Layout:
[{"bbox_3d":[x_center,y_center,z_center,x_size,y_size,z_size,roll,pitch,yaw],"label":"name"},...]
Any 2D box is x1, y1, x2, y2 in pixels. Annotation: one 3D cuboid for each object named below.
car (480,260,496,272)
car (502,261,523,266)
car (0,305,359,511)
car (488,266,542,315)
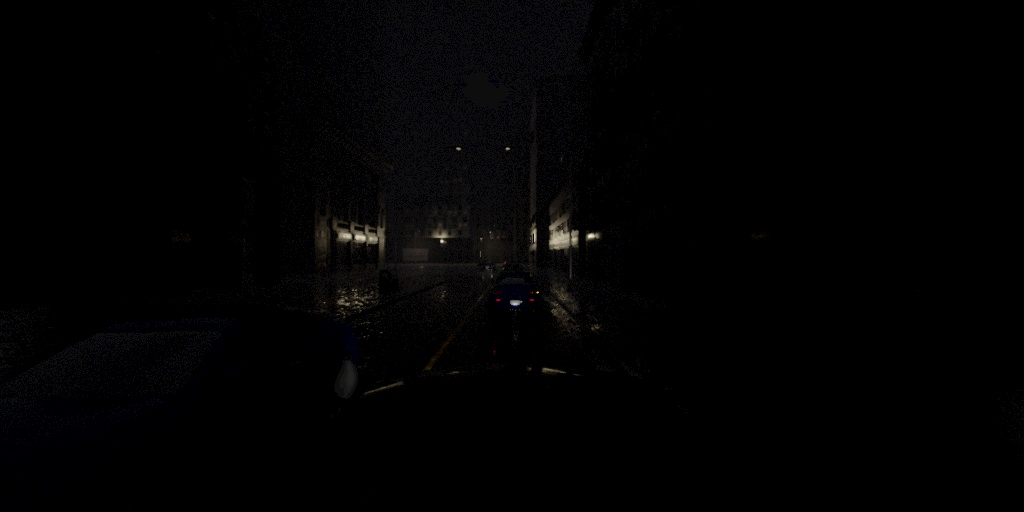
[{"bbox_3d":[-3.089,1.278,47.020,2.128,1.511,4.902,0,0,0],"label":"car"},{"bbox_3d":[0.093,1.269,35.992,2.128,1.511,4.902,0,0,0],"label":"car"},{"bbox_3d":[-3.101,1.277,3.455,1.812,1.442,4.674,0,0,0],"label":"car"},{"bbox_3d":[0.097,1.285,13.464,1.812,1.442,4.674,0,0,0],"label":"car"}]
